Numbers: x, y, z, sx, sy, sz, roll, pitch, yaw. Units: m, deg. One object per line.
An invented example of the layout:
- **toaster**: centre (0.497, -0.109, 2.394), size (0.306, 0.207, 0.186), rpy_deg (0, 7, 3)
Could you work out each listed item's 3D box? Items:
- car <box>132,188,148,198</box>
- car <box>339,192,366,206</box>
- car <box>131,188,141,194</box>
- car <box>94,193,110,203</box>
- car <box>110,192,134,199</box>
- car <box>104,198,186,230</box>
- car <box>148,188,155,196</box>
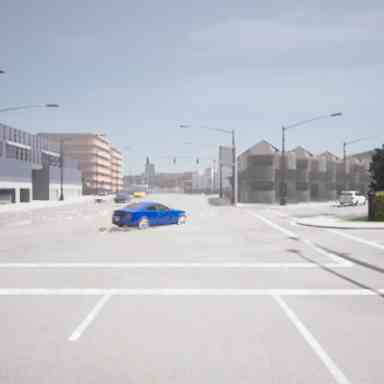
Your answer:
- **car**: centre (-10.578, 0.455, 67.011), size (1.882, 1.535, 5.008), rpy_deg (0, 2, 0)
- **car**: centre (22.738, 0.984, 47.028), size (2.150, 2.045, 5.566), rpy_deg (1, 0, 45)
- **car**: centre (-14.088, -0.187, 84.009), size (1.837, 1.490, 4.892), rpy_deg (0, 0, 0)
- **car**: centre (-14.134, 0.945, 52.724), size (1.812, 1.442, 4.674), rpy_deg (0, 1, 0)
- **car**: centre (-10.642, 1.067, 50.858), size (1.895, 1.301, 4.718), rpy_deg (0, 1, 0)
- **car**: centre (-2.408, 1.324, 19.686), size (1.882, 1.535, 5.008), rpy_deg (2, 2, 40)
- **car**: centre (-10.587, -0.080, 82.630), size (2.150, 2.045, 5.566), rpy_deg (0, 1, 0)
